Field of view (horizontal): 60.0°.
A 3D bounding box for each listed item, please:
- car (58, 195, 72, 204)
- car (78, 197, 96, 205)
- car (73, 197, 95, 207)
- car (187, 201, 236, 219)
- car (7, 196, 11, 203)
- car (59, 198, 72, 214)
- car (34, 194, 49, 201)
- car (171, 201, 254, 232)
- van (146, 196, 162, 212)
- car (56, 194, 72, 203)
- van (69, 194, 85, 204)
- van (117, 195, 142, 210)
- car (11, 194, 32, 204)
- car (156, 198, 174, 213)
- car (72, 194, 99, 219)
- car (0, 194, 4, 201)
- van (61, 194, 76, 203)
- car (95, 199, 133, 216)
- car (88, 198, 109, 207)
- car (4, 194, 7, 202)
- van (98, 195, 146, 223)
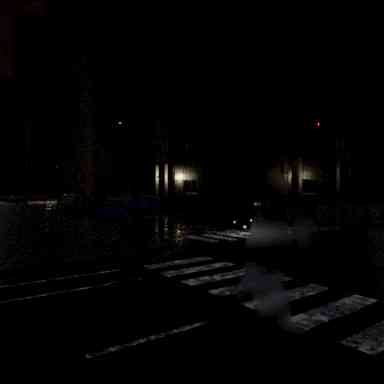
[{"bbox_3d":[-16.281,1.497,44.784,1.812,1.442,4.674,0,0,-35],"label":"car"},{"bbox_3d":[-18.162,1.569,57.437,1.802,1.307,4.206,0,0,-36],"label":"car"},{"bbox_3d":[-16.312,1.505,50.192,1.812,1.442,4.674,0,0,-35],"label":"car"},{"bbox_3d":[1.663,1.549,29.736,2.008,1.369,4.403,0,0,-36],"label":"car"},{"bbox_3d":[-35.006,1.403,66.325,1.967,1.590,4.097,0,0,-36],"label":"car"},{"bbox_3d":[-11.877,1.548,34.007,1.802,1.307,4.206,0,0,-36],"label":"car"},{"bbox_3d":[-37.987,1.304,85.140,2.192,1.841,5.009,0,0,-36],"label":"car"},{"bbox_3d":[1.271,1.534,20.443,2.033,1.411,5.357,0,0,-38],"label":"car"},{"bbox_3d":[-4.945,1.332,38.971,1.690,1.788,3.998,0,0,-36],"label":"van"},{"bbox_3d":[-22.317,1.527,58.497,2.033,1.411,5.357,0,0,-36],"label":"car"},{"bbox_3d":[-21.466,1.329,62.055,1.690,1.788,3.998,0,0,-36],"label":"van"},{"bbox_3d":[-8.249,1.330,43.587,1.690,1.788,3.998,0,0,-36],"label":"van"},{"bbox_3d":[-31.702,1.513,61.708,2.008,1.369,4.403,0,0,-36],"label":"car"},{"bbox_3d":[-1.641,1.577,34.353,1.802,1.307,4.206,0,0,-36],"label":"car"},{"bbox_3d":[-8.572,1.284,29.391,2.192,1.841,5.009,0,0,-36],"label":"car"},{"bbox_3d":[-41.614,1.529,75.559,1.947,1.339,4.313,0,0,-36],"label":"car"},{"bbox_3d":[-24.770,1.329,66.672,1.690,1.788,3.998,0,0,-36],"label":"van"},{"bbox_3d":[-7.815,1.453,32.918,1.882,1.535,5.008,0,0,-36],"label":"car"},{"bbox_3d":[-14.858,1.569,52.820,1.802,1.307,4.206,0,0,-36],"label":"car"},{"bbox_3d":[-38.211,1.488,70.804,1.752,1.417,4.829,0,0,-36],"label":"car"},{"bbox_3d":[-5.268,1.314,24.774,1.690,1.788,3.998,0,0,-36],"label":"van"}]
